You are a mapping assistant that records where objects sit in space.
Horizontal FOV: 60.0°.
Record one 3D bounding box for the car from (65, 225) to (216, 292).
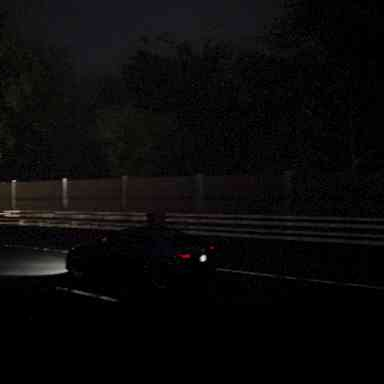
[{"bbox_3d":[-1.474,1.608,9.078,4.181,1.385,1.994,-1,0,30],"label":"car"}]
